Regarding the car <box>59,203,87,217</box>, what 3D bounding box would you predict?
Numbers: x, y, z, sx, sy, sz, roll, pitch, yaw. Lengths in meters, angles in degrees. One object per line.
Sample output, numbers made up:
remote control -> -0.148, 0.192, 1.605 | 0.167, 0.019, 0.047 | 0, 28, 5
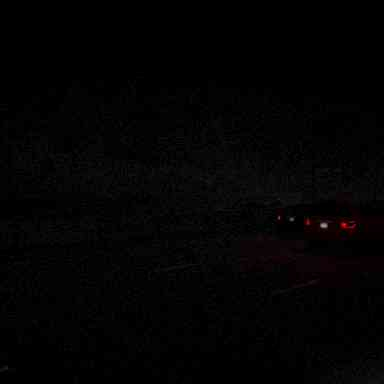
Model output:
car -> -11.829, 1.708, 30.409 | 4.181, 1.385, 1.994 | 0, 0, -40

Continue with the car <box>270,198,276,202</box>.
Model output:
car -> 9.531, 1.720, 46.862 | 1.882, 1.535, 5.008 | 0, -1, 40

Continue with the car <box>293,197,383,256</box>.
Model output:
car -> 6.826, 1.300, 13.855 | 5.566, 2.045, 2.150 | 0, 0, -41

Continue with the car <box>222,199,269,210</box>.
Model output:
car -> 4.839, 1.639, 31.319 | 5.008, 1.535, 1.882 | 1, 0, -45

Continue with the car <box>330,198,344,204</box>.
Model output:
car -> 31.647, 1.983, 72.557 | 1.895, 1.301, 4.718 | 0, 0, 33

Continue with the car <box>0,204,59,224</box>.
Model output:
car -> -12.724, 1.681, 25.226 | 4.181, 1.385, 1.994 | 0, 0, -38

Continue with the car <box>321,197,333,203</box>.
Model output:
car -> 32.750, 1.978, 80.498 | 1.994, 1.385, 4.181 | 0, 0, 34

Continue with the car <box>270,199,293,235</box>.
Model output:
car -> 6.694, 1.449, 18.400 | 4.553, 1.767, 2.097 | 0, 0, -41
